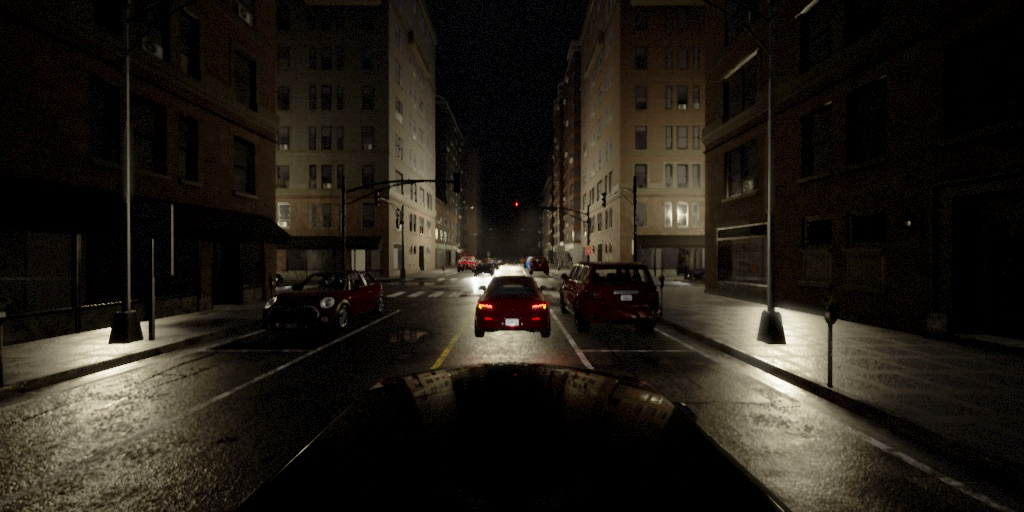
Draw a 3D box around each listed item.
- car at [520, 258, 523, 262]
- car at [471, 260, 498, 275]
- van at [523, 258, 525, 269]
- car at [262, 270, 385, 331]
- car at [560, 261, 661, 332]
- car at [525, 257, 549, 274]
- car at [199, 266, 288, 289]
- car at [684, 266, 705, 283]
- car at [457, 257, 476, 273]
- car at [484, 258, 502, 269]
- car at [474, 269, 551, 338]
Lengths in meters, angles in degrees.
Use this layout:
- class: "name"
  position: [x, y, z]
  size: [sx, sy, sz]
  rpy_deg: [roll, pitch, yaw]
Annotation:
- class: "car"
  position: [2.805, 1.007, 54.264]
  size: [2.192, 1.841, 5.009]
  rpy_deg: [0, 0, 0]
- class: "car"
  position: [-2.769, 1.313, 36.672]
  size: [1.895, 1.301, 4.718]
  rpy_deg: [0, 0, 0]
- class: "van"
  position: [2.797, 1.040, 48.760]
  size: [1.690, 1.789, 3.998]
  rpy_deg: [0, 0, 0]
- class: "car"
  position: [-5.369, 1.180, 10.715]
  size: [1.967, 1.591, 4.097]
  rpy_deg: [0, 0, 0]
- class: "car"
  position: [2.656, 1.055, 10.697]
  size: [2.192, 1.841, 5.009]
  rpy_deg: [0, 0, 0]
- class: "car"
  position: [2.781, 1.026, 37.753]
  size: [2.192, 1.841, 5.009]
  rpy_deg: [0, 0, 0]
- class: "car"
  position: [-17.068, 1.340, 22.958]
  size: [4.181, 1.385, 1.994]
  rpy_deg: [0, 0, 0]
- class: "car"
  position: [14.669, 1.245, 25.757]
  size: [4.181, 1.385, 1.994]
  rpy_deg: [0, 0, 0]
- class: "car"
  position: [-5.326, 1.020, 43.274]
  size: [2.192, 1.841, 5.009]
  rpy_deg: [0, 0, 0]
- class: "car"
  position: [-2.732, 1.299, 49.282]
  size: [1.895, 1.301, 4.718]
  rpy_deg: [0, 0, 0]
- class: "car"
  position: [0.025, 1.267, 10.053]
  size: [1.812, 1.442, 4.674]
  rpy_deg: [0, 0, 1]
